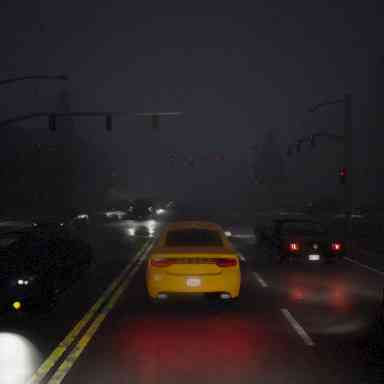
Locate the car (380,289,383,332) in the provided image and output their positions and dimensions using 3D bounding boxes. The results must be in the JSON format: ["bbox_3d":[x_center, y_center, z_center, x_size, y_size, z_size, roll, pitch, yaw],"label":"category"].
[{"bbox_3d":[3.597,1.477,2.711,1.882,1.535,5.008,0,0,0],"label":"car"}]

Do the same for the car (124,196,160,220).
[{"bbox_3d":[-4.089,1.350,28.014,2.097,1.767,4.553,0,0,-2],"label":"car"}]

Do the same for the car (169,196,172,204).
[{"bbox_3d":[-5.033,1.522,59.917,1.812,1.442,4.674,0,0,-1],"label":"car"}]

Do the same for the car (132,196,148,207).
[{"bbox_3d":[-8.396,1.474,53.724,1.882,1.535,5.008,0,1,-1],"label":"car"}]

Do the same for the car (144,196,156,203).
[{"bbox_3d":[-8.691,1.550,68.515,1.994,1.385,4.181,0,0,-1],"label":"car"}]

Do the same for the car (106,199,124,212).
[{"bbox_3d":[-8.453,1.545,39.566,2.033,1.411,5.357,0,0,6],"label":"car"}]

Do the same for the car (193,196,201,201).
[{"bbox_3d":[1.303,1.589,88.213,1.895,1.301,4.718,0,0,-1],"label":"car"}]

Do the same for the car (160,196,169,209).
[{"bbox_3d":[-4.626,1.488,45.113,2.128,1.511,4.902,0,0,-3],"label":"car"}]

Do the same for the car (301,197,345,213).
[{"bbox_3d":[14.082,1.350,35.565,4.553,1.767,2.097,0,0,-2],"label":"car"}]

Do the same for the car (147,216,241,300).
[{"bbox_3d":[0.034,1.477,8.477,1.882,1.535,5.008,0,0,0],"label":"car"}]

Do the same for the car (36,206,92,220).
[{"bbox_3d":[-7.316,1.546,19.324,2.033,1.411,5.357,0,0,-1],"label":"car"}]

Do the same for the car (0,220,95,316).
[{"bbox_3d":[-3.636,1.563,7.491,1.994,1.385,4.181,0,0,0],"label":"car"}]

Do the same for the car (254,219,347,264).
[{"bbox_3d":[3.502,1.600,11.801,1.895,1.301,4.718,0,0,-1],"label":"car"}]

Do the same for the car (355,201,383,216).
[{"bbox_3d":[18.772,1.545,32.200,5.357,1.411,2.033,0,0,-2],"label":"car"}]
